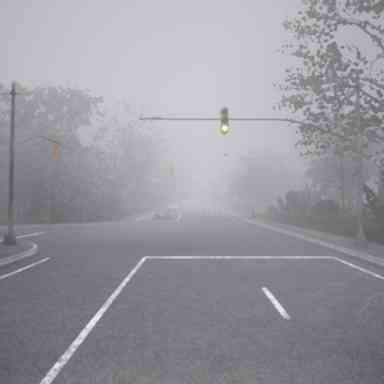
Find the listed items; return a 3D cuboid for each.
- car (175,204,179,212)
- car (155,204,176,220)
[{"bbox_3d":[-3.398,2.899,60.526,1.812,1.442,4.674,0,0,1],"label":"car"},{"bbox_3d":[-3.515,2.642,41.693,2.128,1.511,4.902,0,-1,1],"label":"car"}]
